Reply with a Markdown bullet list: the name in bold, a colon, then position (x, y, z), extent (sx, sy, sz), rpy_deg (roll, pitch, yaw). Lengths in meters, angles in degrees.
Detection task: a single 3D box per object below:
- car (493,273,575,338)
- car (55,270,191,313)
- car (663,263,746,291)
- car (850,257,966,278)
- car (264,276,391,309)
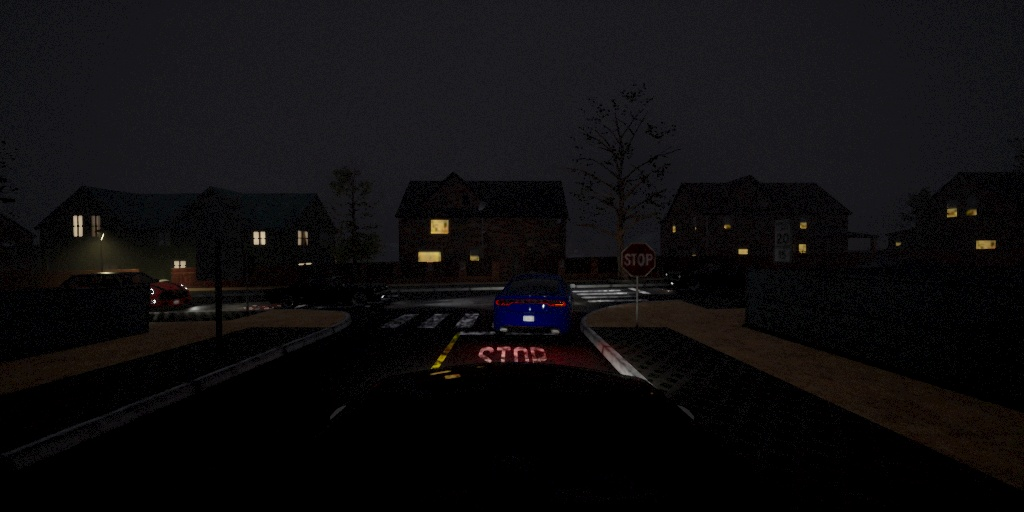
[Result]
- **car**: position (0.787, 1.227, 10.331), extent (1.882, 1.535, 5.008), rpy_deg (0, 0, 10)
- **car**: position (-16.798, 1.471, 15.533), extent (4.553, 1.767, 2.097), rpy_deg (-1, 1, 0)
- **car**: position (10.412, 1.035, 18.465), extent (4.718, 1.301, 1.895), rpy_deg (-1, 1, -1)
- **car**: position (20.057, 0.754, 18.501), extent (5.357, 1.411, 2.033), rpy_deg (-1, 1, 0)
- **car**: position (-7.810, 1.506, 15.540), extent (4.718, 1.301, 1.895), rpy_deg (-1, 1, 0)
